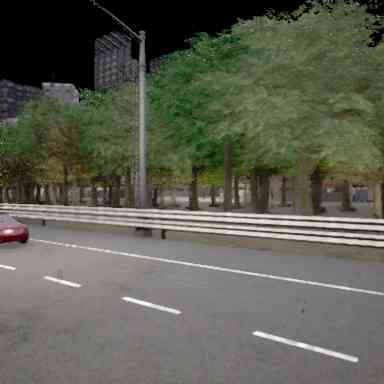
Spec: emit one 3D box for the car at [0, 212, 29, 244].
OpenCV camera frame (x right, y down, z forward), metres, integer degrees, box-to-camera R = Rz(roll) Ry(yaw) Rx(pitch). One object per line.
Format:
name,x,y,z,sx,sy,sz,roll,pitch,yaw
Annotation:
car,-9.002,1.568,14.585,4.181,1.385,1.994,0,0,36
